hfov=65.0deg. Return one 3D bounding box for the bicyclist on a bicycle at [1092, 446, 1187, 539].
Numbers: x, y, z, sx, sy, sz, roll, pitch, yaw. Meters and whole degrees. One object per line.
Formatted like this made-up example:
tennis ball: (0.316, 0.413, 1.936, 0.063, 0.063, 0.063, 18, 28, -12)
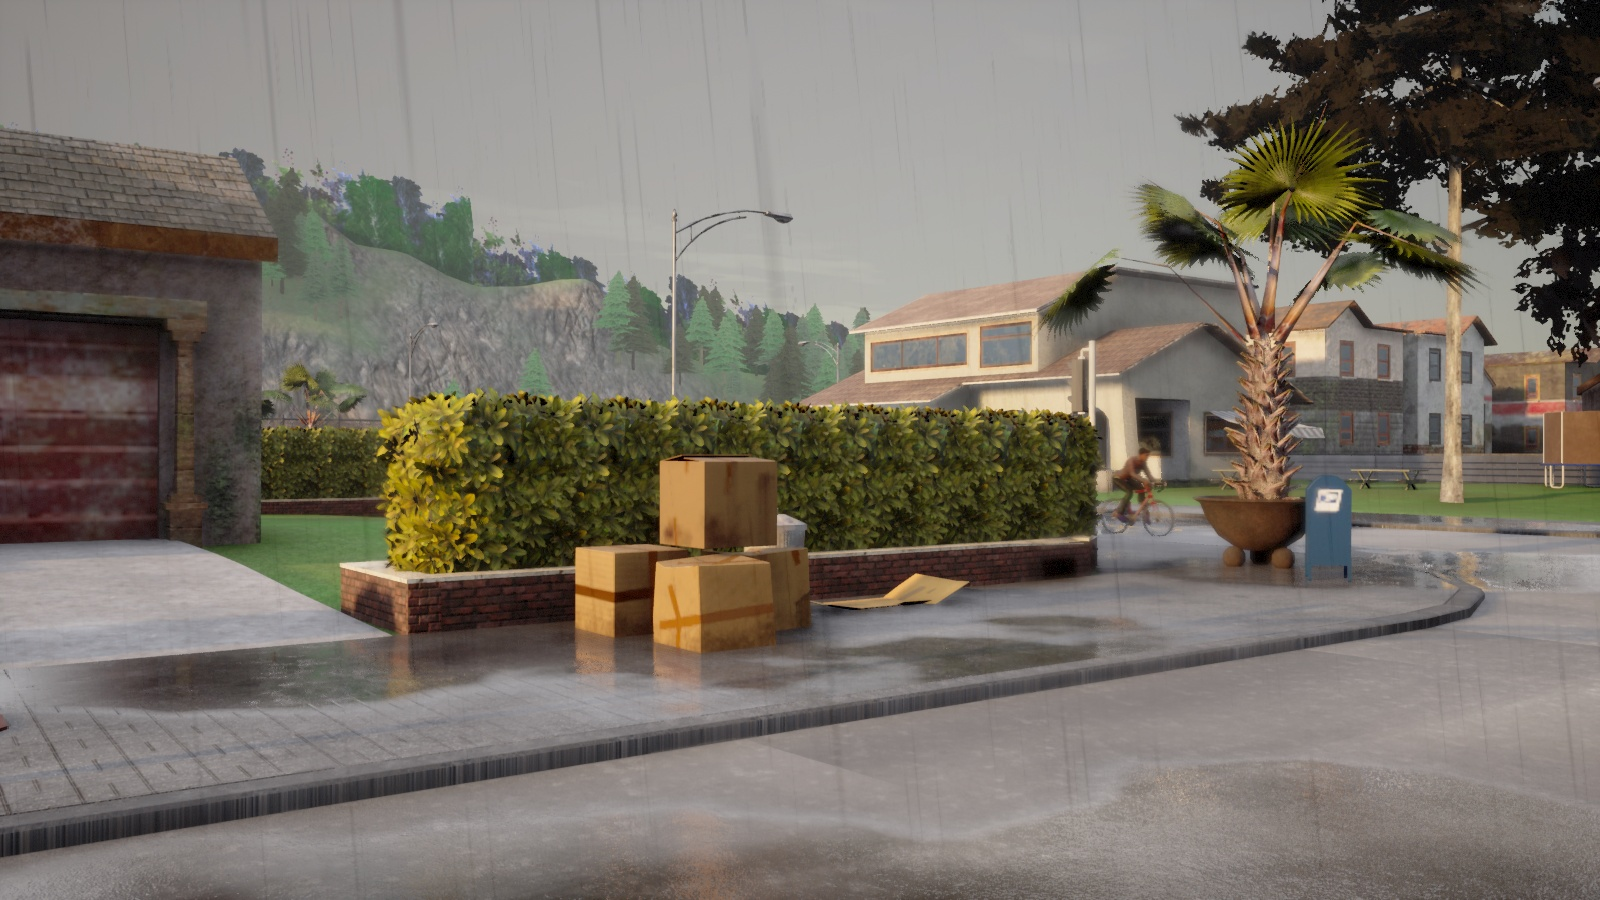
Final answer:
bicyclist on a bicycle: (6.145, 0.740, 22.781, 0.582, 1.620, 1.656, 0, 0, -36)
